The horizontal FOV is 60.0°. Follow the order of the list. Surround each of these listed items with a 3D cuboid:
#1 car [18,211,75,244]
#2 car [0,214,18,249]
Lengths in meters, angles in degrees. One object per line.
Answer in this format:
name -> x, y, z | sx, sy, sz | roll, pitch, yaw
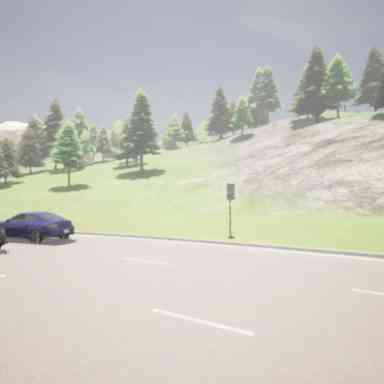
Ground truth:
car -> -7.968, 1.688, 16.537 | 4.674, 1.442, 1.812 | 0, 0, 25
car -> -9.516, 1.684, 13.400 | 4.674, 1.442, 1.812 | 0, 0, 25
